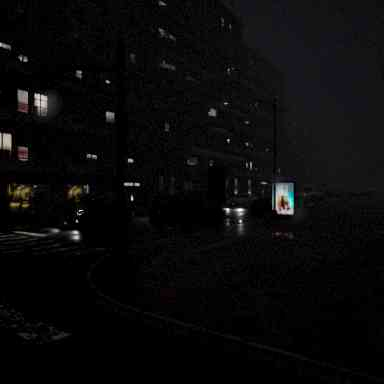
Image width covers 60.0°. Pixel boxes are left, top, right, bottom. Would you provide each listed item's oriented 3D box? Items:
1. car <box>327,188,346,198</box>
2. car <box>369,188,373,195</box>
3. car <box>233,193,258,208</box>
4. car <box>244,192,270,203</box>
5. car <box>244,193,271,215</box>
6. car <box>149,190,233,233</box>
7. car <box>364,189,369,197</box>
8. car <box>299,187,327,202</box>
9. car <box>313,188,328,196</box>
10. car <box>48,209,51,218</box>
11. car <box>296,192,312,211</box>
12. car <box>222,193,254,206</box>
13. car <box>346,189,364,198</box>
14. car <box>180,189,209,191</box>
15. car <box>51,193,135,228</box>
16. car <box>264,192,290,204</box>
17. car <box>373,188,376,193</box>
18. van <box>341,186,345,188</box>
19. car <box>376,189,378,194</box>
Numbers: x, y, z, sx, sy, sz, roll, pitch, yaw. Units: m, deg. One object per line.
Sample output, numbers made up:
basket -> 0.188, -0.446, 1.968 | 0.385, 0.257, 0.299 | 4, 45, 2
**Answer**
car -> 25.000, 0.407, 58.109 | 1.895, 1.301, 4.718 | 0, 1, 35
car -> 34.902, 0.096, 67.688 | 1.887, 1.381, 4.507 | 1, 2, 35
car -> 5.546, 0.884, 35.919 | 1.812, 1.442, 4.674 | 0, 1, 35
car -> 8.890, 0.755, 45.196 | 1.802, 1.307, 4.206 | 2, 2, 35
car -> 6.234, 1.069, 26.815 | 1.947, 1.339, 4.313 | 1, 2, 35
car -> -0.135, 1.026, 17.726 | 2.192, 1.841, 5.009 | 1, 2, 35
car -> 31.717, 0.099, 63.143 | 1.967, 1.590, 4.097 | 1, 2, 35
car -> 16.397, 0.314, 45.847 | 2.150, 2.045, 5.566 | 0, 1, 35
car -> 27.998, -0.024, 72.435 | 1.967, 1.590, 4.097 | 2, 2, 35
car -> -7.030, 1.010, 22.487 | 2.192, 1.841, 5.009 | 1, 2, 35
car -> 9.419, 0.965, 31.357 | 1.947, 1.339, 4.313 | 1, 2, 35
car -> 5.706, 0.829, 40.656 | 2.008, 1.369, 4.403 | 2, 2, 35
car -> 28.532, 0.309, 58.605 | 1.887, 1.381, 4.507 | 1, 2, 35
car -> -0.103, 0.765, 27.880 | 2.150, 2.045, 5.566 | 0, 1, 36
car -> -5.640, 1.075, 19.992 | 2.097, 1.767, 4.553 | 0, 1, 35
car -> 11.363, 0.731, 44.162 | 1.994, 1.385, 4.181 | 0, 1, 36
car -> 38.087, -0.011, 72.230 | 1.887, 1.381, 4.507 | 1, 2, 35
van -> 37.553, -0.445, 86.054 | 1.690, 1.788, 3.998 | 2, 2, 35
car -> 44.457, -0.220, 81.312 | 2.008, 1.369, 4.403 | 1, 2, 35
